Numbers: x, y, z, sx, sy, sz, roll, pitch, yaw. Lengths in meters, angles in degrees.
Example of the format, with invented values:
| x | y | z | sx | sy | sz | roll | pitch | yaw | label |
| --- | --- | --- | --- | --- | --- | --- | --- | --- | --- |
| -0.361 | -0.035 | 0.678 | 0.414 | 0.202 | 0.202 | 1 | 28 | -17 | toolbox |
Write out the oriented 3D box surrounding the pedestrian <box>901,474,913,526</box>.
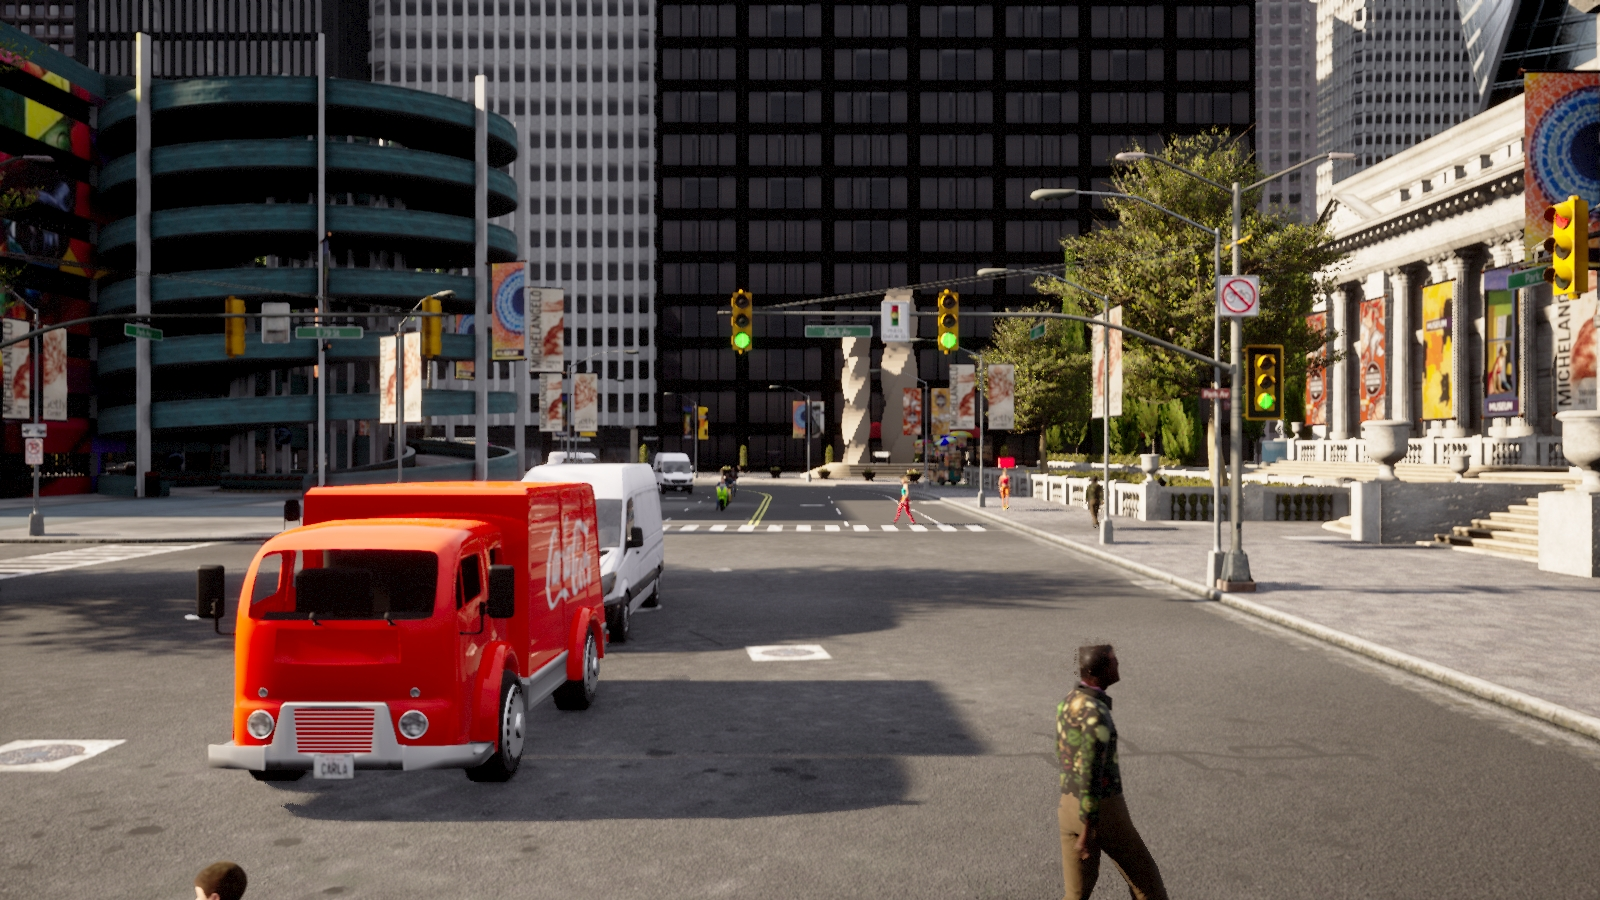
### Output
| x | y | z | sx | sy | sz | roll | pitch | yaw | label |
| --- | --- | --- | --- | --- | --- | --- | --- | --- | --- |
| 3.902 | 1.820 | 41.814 | 0.375 | 1.860 | 0.375 | 0 | 0 | -7 | pedestrian |

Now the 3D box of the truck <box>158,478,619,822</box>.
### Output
| x | y | z | sx | sy | sz | roll | pitch | yaw | label |
| --- | --- | --- | --- | --- | --- | --- | --- | --- | --- |
| -3.499 | 1.564 | 11.173 | 2.627 | 2.467 | 5.204 | 0 | 0 | 0 | truck |

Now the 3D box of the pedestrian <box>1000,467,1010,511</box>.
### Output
| x | y | z | sx | sy | sz | roll | pitch | yaw | label |
| --- | --- | --- | --- | --- | --- | --- | --- | --- | --- |
| 8.738 | 1.662 | 48.693 | 0.375 | 1.860 | 0.375 | 0 | 0 | 4 | pedestrian |

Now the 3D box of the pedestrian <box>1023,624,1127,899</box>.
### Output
| x | y | z | sx | sy | sz | roll | pitch | yaw | label |
| --- | --- | --- | --- | --- | --- | --- | --- | --- | --- |
| 1.384 | 1.845 | 5.784 | 0.375 | 1.860 | 0.375 | 0 | 0 | -16 | pedestrian |

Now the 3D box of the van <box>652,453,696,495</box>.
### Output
| x | y | z | sx | sy | sz | roll | pitch | yaw | label |
| --- | --- | --- | --- | --- | --- | --- | --- | --- | --- |
| -8.040 | 1.486 | 72.497 | 1.988 | 2.561 | 5.915 | 0 | 0 | -13 | van |

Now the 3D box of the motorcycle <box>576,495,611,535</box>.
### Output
| x | y | z | sx | sy | sz | roll | pitch | yaw | label |
| --- | --- | --- | --- | --- | --- | --- | --- | --- | --- |
| -6.933 | 2.156 | 38.362 | 0.856 | 1.236 | 1.805 | 0 | 0 | 0 | motorcycle |

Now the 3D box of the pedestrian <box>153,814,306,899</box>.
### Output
| x | y | z | sx | sy | sz | roll | pitch | yaw | label |
| --- | --- | --- | --- | --- | --- | --- | --- | --- | --- |
| -2.191 | 2.125 | 4.409 | 0.375 | 1.300 | 0.375 | 0 | 0 | 11 | pedestrian |

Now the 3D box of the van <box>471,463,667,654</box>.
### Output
| x | y | z | sx | sy | sz | roll | pitch | yaw | label |
| --- | --- | --- | --- | --- | --- | --- | --- | --- | --- |
| -3.512 | 1.522 | 18.611 | 1.988 | 2.561 | 5.915 | 0 | 0 | 0 | van |

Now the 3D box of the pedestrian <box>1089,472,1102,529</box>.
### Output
| x | y | z | sx | sy | sz | roll | pitch | yaw | label |
| --- | --- | --- | --- | --- | --- | --- | --- | --- | --- |
| 9.731 | 1.670 | 37.649 | 0.375 | 1.860 | 0.375 | 0 | 0 | 7 | pedestrian |
